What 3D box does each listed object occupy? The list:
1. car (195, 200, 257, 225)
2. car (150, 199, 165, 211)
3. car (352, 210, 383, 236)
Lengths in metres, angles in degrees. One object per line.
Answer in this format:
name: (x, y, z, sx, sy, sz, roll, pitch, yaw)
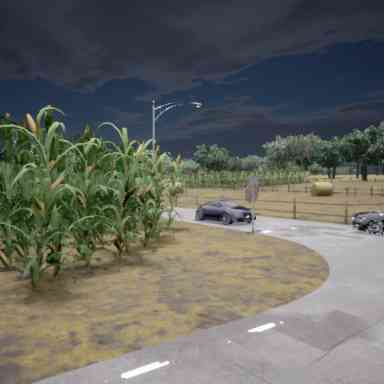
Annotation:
car: (2.029, 1.199, 20.649, 1.994, 1.385, 4.181, -1, 2, -36)
car: (-4.130, 0.925, 29.265, 2.128, 1.511, 4.902, -1, 2, -35)
car: (10.107, 1.255, 15.299, 4.902, 1.511, 2.128, 1, 3, 26)
